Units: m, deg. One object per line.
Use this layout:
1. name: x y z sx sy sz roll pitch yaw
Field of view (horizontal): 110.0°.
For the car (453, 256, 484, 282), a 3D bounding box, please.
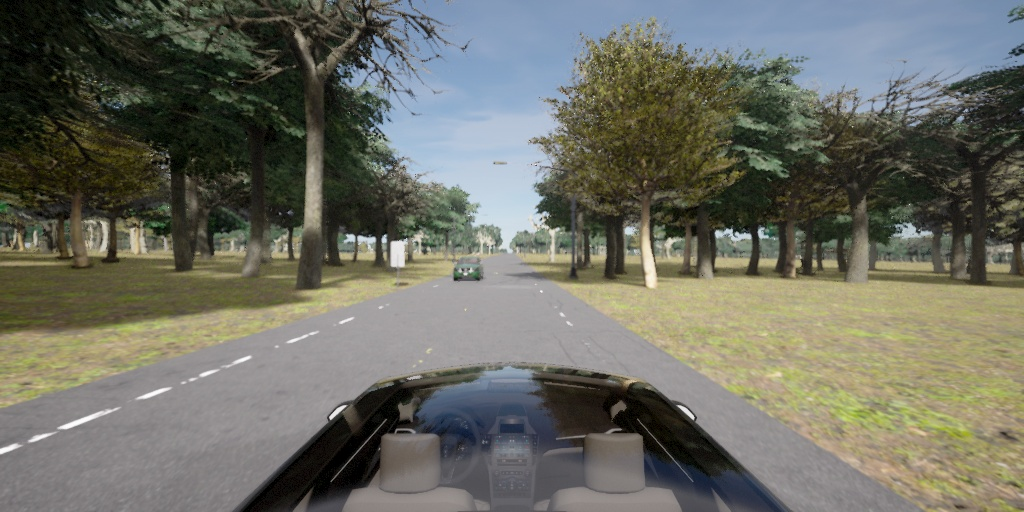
1. car: -3.620 1.055 30.580 2.150 2.045 5.566 0 0 0
